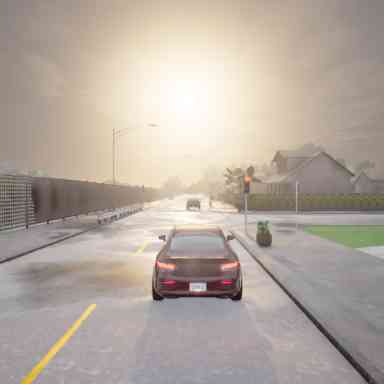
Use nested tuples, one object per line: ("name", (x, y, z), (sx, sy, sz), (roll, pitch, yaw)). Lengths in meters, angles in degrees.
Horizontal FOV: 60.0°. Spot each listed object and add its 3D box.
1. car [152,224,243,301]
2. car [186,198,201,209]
("car", (0.110, 1.526, 8.217), (1.812, 1.442, 4.674), (0, 0, 0))
("car", (0.192, 1.505, 44.089), (1.837, 1.490, 4.892), (0, 0, 0))
